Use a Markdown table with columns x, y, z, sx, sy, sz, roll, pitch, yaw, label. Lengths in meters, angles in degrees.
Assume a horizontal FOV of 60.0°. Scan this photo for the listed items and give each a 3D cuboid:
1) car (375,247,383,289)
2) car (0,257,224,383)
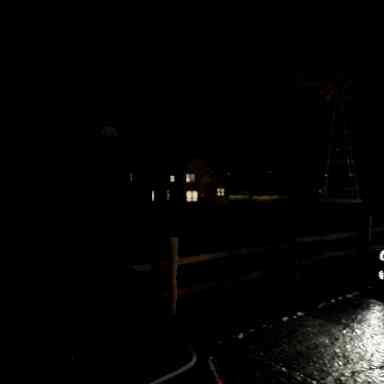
| x | y | z | sx | sy | sz | roll | pitch | yaw | label |
| --- | --- | --- | --- | --- | --- | --- | --- | --- | --- |
| 6.150 | 1.295 | 7.614 | 4.553 | 1.767 | 2.097 | -1 | 0 | -36 | car |
| -1.931 | 1.386 | 1.644 | 4.553 | 1.767 | 2.097 | -1 | 0 | -36 | car |
